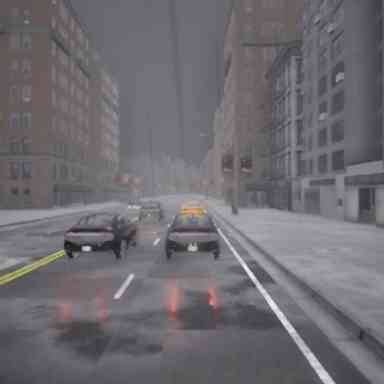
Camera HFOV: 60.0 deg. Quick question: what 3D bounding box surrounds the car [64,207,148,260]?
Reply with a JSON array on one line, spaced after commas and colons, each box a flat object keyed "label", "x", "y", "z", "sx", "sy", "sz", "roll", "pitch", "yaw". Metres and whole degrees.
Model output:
[{"label": "car", "x": -3.209, "y": 1.534, "z": 12.621, "sx": 2.128, "sy": 1.511, "sz": 4.902, "roll": 0, "pitch": 0, "yaw": 1}]

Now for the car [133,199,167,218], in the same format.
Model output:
[{"label": "car", "x": -3.209, "y": 1.582, "z": 27.622, "sx": 2.128, "sy": 1.511, "sz": 4.902, "roll": 0, "pitch": 0, "yaw": 1}]

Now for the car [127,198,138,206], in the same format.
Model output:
[{"label": "car", "x": -9.806, "y": 1.752, "z": 57.161, "sx": 1.994, "sy": 1.385, "sz": 4.181, "roll": 0, "pitch": 0, "yaw": 0}]

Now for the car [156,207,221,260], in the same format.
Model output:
[{"label": "car", "x": 0.042, "y": 1.533, "z": 12.631, "sx": 2.128, "sy": 1.511, "sz": 4.902, "roll": 0, "pitch": 0, "yaw": 0}]

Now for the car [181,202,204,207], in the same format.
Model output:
[{"label": "car", "x": 0.052, "y": 1.572, "z": 28.819, "sx": 1.882, "sy": 1.535, "sz": 5.008, "roll": 0, "pitch": 0, "yaw": 1}]
